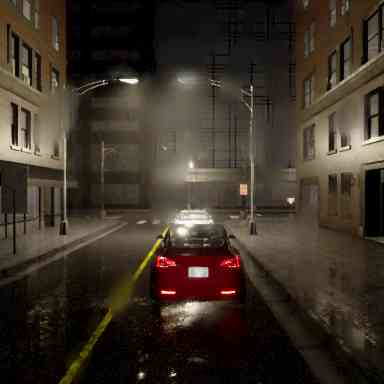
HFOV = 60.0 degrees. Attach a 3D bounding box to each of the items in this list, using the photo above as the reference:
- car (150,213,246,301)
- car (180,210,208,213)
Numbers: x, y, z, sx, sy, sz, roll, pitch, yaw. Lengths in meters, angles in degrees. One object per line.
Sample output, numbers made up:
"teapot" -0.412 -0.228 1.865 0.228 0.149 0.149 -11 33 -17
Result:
"car" 0.109 1.504 8.401 2.163 1.488 4.792 0 0 0
"car" 0.100 1.602 17.494 1.895 1.301 4.718 0 0 0
